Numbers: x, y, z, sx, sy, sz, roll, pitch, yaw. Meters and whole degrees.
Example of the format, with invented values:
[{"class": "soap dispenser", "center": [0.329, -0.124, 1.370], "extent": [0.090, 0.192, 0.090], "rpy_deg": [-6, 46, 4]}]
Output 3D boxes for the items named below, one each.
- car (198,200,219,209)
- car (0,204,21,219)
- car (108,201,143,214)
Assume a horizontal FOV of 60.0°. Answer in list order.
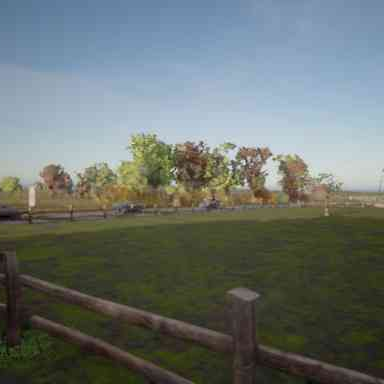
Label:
[{"class": "car", "center": [2.874, 2.204, 57.829], "extent": [2.128, 1.511, 4.902], "rpy_deg": [1, 0, 36]}, {"class": "car", "center": [-17.541, 1.754, 29.463], "extent": [1.994, 1.385, 4.181], "rpy_deg": [1, 0, 36]}, {"class": "car", "center": [-8.391, 1.920, 42.246], "extent": [1.837, 1.490, 4.892], "rpy_deg": [1, 0, 36]}]
